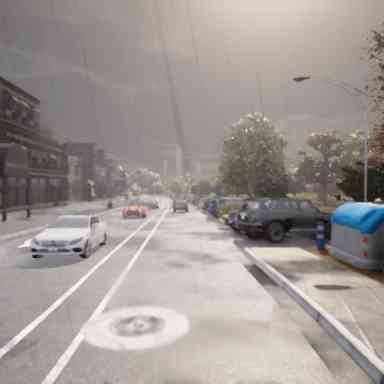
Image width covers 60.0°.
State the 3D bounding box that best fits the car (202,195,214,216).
[{"bbox_3d":[4.234,1.455,31.457,5.566,2.045,2.435,1,-1,-23],"label":"car"}]

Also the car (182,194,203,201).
[{"bbox_3d":[0.108,1.616,93.616,5.566,2.045,2.435,1,0,-26],"label":"car"}]

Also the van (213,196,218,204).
[{"bbox_3d":[4.438,1.458,28.537,4.442,1.987,1.878,1,-1,-22],"label":"van"}]

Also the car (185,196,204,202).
[{"bbox_3d":[0.682,1.903,87.688,4.674,1.452,2.002,1,0,-26],"label":"car"}]

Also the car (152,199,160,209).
[{"bbox_3d":[-6.152,1.898,51.663,1.812,1.442,4.674,0,0,-3],"label":"car"}]

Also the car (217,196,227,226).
[{"bbox_3d":[4.697,1.351,19.600,5.566,2.045,2.435,1,0,-22],"label":"car"}]

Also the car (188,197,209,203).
[{"bbox_3d":[1.489,1.904,78.814,4.674,1.452,2.002,1,0,-25],"label":"car"}]

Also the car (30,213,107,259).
[{"bbox_3d":[-4.545,1.591,12.969,1.812,1.442,4.674,0,-1,-2],"label":"car"}]

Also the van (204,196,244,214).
[{"bbox_3d":[3.921,1.543,40.369,4.442,1.987,1.878,1,-1,-22],"label":"van"}]

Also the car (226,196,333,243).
[{"bbox_3d":[4.872,1.325,16.677,5.566,2.045,2.435,1,-1,-22],"label":"car"}]

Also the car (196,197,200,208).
[{"bbox_3d":[3.731,1.800,46.309,5.366,1.575,1.946,1,-1,-23],"label":"car"}]

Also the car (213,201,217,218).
[{"bbox_3d":[4.429,1.624,22.486,5.366,1.575,1.946,1,0,-23],"label":"car"}]

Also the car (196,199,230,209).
[{"bbox_3d":[3.291,1.828,52.174,4.892,1.521,2.231,1,0,-23],"label":"car"}]

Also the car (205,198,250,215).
[{"bbox_3d":[3.974,1.623,37.369,4.553,1.767,2.185,1,0,-22],"label":"car"}]

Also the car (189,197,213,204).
[{"bbox_3d":[1.962,1.906,72.930,4.674,1.452,2.002,1,0,-25],"label":"car"}]

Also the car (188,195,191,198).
[{"bbox_3d":[2.400,1.862,67.006,5.008,1.535,2.097,1,0,-24],"label":"car"}]

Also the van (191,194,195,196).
[{"bbox_3d":[2.713,1.634,64.093,4.442,1.987,1.878,1,0,-24],"label":"van"}]

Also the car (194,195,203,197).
[{"bbox_3d":[3.104,1.711,55.132,4.553,1.767,2.185,1,-1,-23],"label":"car"}]

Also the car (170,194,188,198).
[{"bbox_3d":[-2.317,1.714,57.616,2.097,1.767,4.553,0,0,-3],"label":"car"}]

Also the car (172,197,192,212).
[{"bbox_3d":[-1.505,1.791,42.960,2.128,1.511,4.902,0,0,-3],"label":"car"}]

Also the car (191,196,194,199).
[{"bbox_3d":[2.794,1.893,61.074,4.674,1.452,2.002,1,0,-24],"label":"car"}]

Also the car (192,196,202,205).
[{"bbox_3d":[3.256,1.809,49.132,5.366,1.575,1.946,1,0,-23],"label":"car"}]

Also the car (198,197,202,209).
[{"bbox_3d":[3.712,1.815,43.290,4.792,1.488,2.163,1,-1,-23],"label":"car"}]

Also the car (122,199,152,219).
[{"bbox_3d":[-5.372,1.583,31.960,2.097,1.767,4.553,0,0,-3],"label":"car"}]
